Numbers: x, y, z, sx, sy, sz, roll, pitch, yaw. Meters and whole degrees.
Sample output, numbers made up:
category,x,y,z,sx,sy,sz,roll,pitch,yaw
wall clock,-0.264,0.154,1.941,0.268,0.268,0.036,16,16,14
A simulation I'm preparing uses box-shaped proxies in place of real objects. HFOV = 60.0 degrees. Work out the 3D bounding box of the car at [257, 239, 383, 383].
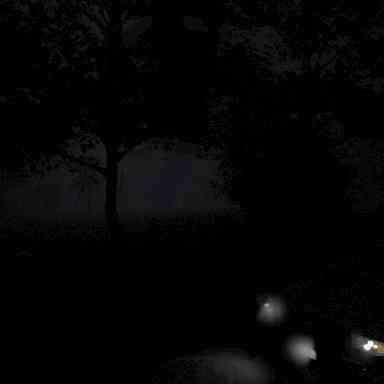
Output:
category,x,y,z,sx,sy,sz,roll,pitch,yaw
car,3.542,1.553,5.602,5.357,1.411,2.033,0,0,-36
